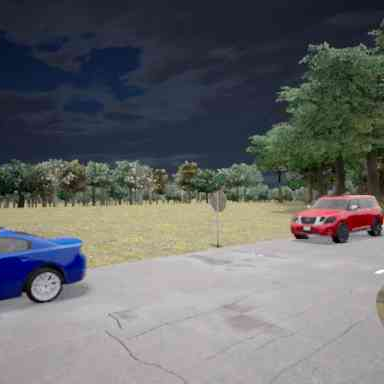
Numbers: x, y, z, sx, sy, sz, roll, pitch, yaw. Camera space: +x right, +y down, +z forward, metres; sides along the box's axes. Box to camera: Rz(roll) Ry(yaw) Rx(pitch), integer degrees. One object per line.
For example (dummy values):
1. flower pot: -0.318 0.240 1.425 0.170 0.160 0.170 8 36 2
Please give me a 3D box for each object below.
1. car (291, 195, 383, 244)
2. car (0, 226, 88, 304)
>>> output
1. car: 7.060 1.188 15.928 5.566 2.045 2.150 -1 -1 -38
2. car: -4.639 1.506 6.501 5.008 1.535 1.882 -1 -1 -39
